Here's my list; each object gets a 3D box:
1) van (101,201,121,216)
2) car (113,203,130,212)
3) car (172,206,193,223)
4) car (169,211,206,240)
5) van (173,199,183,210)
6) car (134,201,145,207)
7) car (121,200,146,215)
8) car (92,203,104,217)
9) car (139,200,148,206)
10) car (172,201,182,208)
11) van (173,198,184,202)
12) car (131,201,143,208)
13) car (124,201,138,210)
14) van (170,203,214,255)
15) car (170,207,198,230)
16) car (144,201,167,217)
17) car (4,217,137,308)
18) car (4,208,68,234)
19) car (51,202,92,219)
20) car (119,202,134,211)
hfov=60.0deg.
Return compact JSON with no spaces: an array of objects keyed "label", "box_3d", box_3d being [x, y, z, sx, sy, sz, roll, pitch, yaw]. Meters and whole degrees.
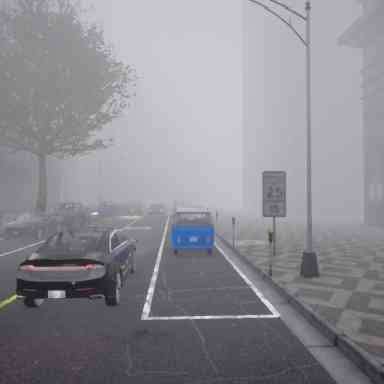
[{"label":"van","box_3d":[-10.009,1.919,39.866,1.690,1.788,3.998,0,-1,-3]},{"label":"car","box_3d":[-10.593,2.304,50.422,1.947,1.339,4.313,0,-1,-3]},{"label":"car","box_3d":[-0.941,2.018,30.251,1.802,1.307,4.206,0,-1,-3]},{"label":"car","box_3d":[-0.343,1.842,19.442,1.947,1.339,4.313,0,-1,-3]},{"label":"van","box_3d":[-2.434,2.186,57.276,1.690,1.788,3.998,0,-1,-3]},{"label":"car","box_3d":[-12.022,2.682,76.275,1.887,1.381,4.507,0,-1,-3]},{"label":"car","box_3d":[-7.429,2.121,43.198,2.128,1.511,4.902,0,-1,-3]},{"label":"car","box_3d":[-9.426,1.971,29.302,2.008,1.369,4.403,0,-1,-3]},{"label":"car","box_3d":[-12.623,2.858,87.146,2.008,1.369,4.403,0,-1,-3]},{"label":"car","box_3d":[-3.031,2.577,68.081,1.947,1.339,4.313,0,-1,-3]},{"label":"van","box_3d":[-1.836,2.021,46.467,1.690,1.788,3.998,0,-1,-3]},{"label":"car","box_3d":[-11.722,2.603,70.840,2.008,1.369,4.403,0,-1,-3]},{"label":"car","box_3d":[-11.177,2.451,60.984,2.008,1.369,4.403,0,-1,-3]},{"label":"van","box_3d":[-0.044,1.538,14.041,1.690,1.788,3.998,0,-1,-3]},{"label":"car","box_3d":[-0.642,1.900,24.846,1.887,1.381,4.507,0,-1,-3]},{"label":"car","box_3d":[-4.147,2.117,39.183,2.033,1.411,5.357,0,-1,-3]},{"label":"car","box_3d":[-2.492,1.603,8.220,2.128,1.511,4.902,0,-1,-3]},{"label":"car","box_3d":[-8.842,1.808,18.741,1.887,1.381,4.507,0,-1,-3]},{"label":"car","box_3d":[-9.133,1.656,24.025,2.192,1.841,5.009,0,-1,-3]},{"label":"car","box_3d":[-10.876,2.342,55.534,1.752,1.417,4.829,0,-1,-3]}]
